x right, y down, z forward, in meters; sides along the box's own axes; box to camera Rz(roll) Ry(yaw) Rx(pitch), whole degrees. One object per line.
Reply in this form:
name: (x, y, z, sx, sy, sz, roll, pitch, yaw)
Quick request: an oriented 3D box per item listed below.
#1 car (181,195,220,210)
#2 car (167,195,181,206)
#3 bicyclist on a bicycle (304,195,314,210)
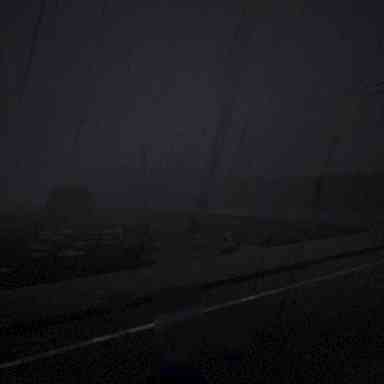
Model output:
car: (1.204, 1.232, 38.250, 2.128, 1.511, 4.902, -1, 1, -34)
car: (-2.061, 1.219, 49.407, 1.812, 1.442, 4.674, -1, 0, -33)
bicyclist on a bicycle: (12.248, 1.101, 34.684, 1.656, 1.620, 0.582, -2, 1, -35)
